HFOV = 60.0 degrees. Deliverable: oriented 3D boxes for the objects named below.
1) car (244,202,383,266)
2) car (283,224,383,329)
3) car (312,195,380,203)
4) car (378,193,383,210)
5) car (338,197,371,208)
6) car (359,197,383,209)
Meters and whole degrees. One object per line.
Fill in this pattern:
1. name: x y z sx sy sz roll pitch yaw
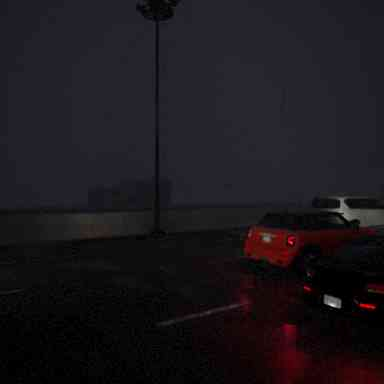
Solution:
1. car: 3.877 1.331 10.329 4.553 1.767 2.097 0 0 -32
2. car: 4.113 1.514 6.364 4.674 1.442 1.812 0 0 -32
3. car: 8.379 1.190 17.094 5.566 2.045 2.150 0 0 -30
4. car: 25.899 1.149 41.037 5.566 2.045 2.150 0 0 -21
5. car: 23.144 1.479 47.438 4.181 1.385 1.994 0 0 -21
6. car: 25.103 1.412 44.454 4.902 1.511 2.128 0 0 -21
